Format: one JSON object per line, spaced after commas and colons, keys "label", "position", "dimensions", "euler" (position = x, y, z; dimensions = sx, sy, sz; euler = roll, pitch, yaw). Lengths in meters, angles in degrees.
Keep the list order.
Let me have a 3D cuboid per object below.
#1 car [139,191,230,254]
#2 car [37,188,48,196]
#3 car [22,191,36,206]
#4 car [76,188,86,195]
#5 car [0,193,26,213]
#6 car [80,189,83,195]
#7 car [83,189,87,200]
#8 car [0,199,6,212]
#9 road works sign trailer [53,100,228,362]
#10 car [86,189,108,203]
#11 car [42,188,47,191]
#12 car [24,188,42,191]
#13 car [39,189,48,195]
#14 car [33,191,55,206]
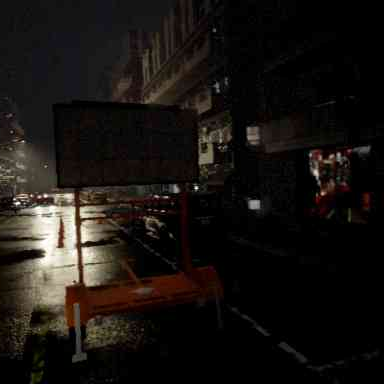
{"label": "car", "position": [-0.479, 0.906, 11.823], "dimensions": [2.192, 1.841, 5.009], "euler": [-4, 2, -21]}
{"label": "car", "position": [-36.782, -0.108, 81.872], "dimensions": [2.192, 1.841, 5.009], "euler": [-4, 2, -21]}
{"label": "car", "position": [-20.489, 0.935, 40.134], "dimensions": [2.008, 1.369, 4.403], "euler": [-4, 2, -21]}
{"label": "car", "position": [-24.888, -0.075, 74.452], "dimensions": [2.008, 1.369, 4.403], "euler": [-4, 2, -21]}
{"label": "car", "position": [-16.419, 1.138, 29.698], "dimensions": [2.008, 1.369, 4.403], "euler": [-4, 2, -21]}
{"label": "car", "position": [-14.719, 0.320, 48.356], "dimensions": [1.967, 1.590, 4.097], "euler": [-4, 2, -21]}
{"label": "car", "position": [-12.677, 0.546, 43.142], "dimensions": [1.947, 1.339, 4.313], "euler": [-4, 2, -21]}
{"label": "car", "position": [-12.347, 1.372, 19.262], "dimensions": [1.802, 1.307, 4.206], "euler": [-4, 2, -21]}
{"label": "road works sign trailer", "position": [-1.055, 0.282, 5.837], "dimensions": [2.380, 3.560, 2.880], "euler": [-3, 2, -21]}
{"label": "car", "position": [-10.706, 0.604, 38.081], "dimensions": [1.752, 1.417, 4.829], "euler": [-4, 2, -21]}
{"label": "car", "position": [-34.735, 0.228, 76.662], "dimensions": [2.008, 1.369, 4.403], "euler": [-4, 2, -21]}
{"label": "car", "position": [-24.571, 0.497, 50.562], "dimensions": [2.192, 1.841, 5.009], "euler": [-4, 2, -21]}
{"label": "car", "position": [-38.803, 0.057, 87.100], "dimensions": [1.802, 1.307, 4.206], "euler": [-4, 2, -21]}
{"label": "car", "position": [-17.701, 0.873, 40.268], "dimensions": [1.895, 1.301, 4.718], "euler": [-3, 2, -21]}
